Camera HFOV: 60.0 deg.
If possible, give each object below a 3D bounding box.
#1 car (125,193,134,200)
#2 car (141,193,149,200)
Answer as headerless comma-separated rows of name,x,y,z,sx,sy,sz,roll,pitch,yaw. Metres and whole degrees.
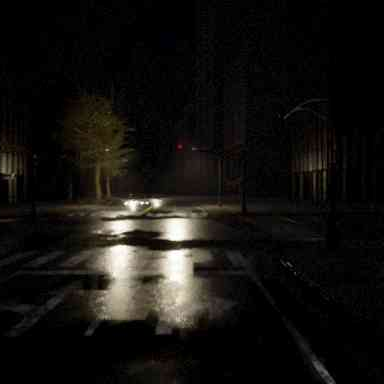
car,-13.624,0.916,72.815,2.128,1.511,4.902,0,0,-9
car,-10.412,0.915,73.309,2.128,1.511,4.902,0,0,-9
